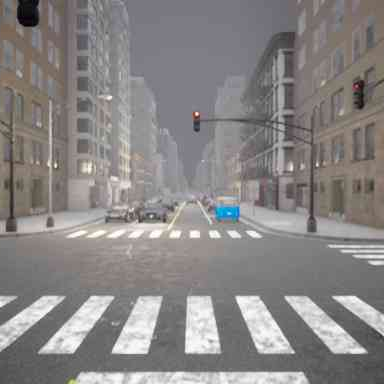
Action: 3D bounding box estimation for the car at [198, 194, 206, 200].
[{"bbox_3d":[2.572,1.347,87.821,1.947,1.339,4.313,0,0,0],"label":"car"}]

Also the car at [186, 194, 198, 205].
[{"bbox_3d":[-0.041,1.421,55.038,2.033,1.411,5.357,0,0,0],"label":"car"}]

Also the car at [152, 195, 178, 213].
[{"bbox_3d":[-2.868,1.399,36.674,1.882,1.535,5.008,0,0,0],"label":"car"}]

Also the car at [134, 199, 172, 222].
[{"bbox_3d":[-2.857,1.510,25.253,1.994,1.385,4.181,0,0,0],"label":"car"}]

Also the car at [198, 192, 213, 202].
[{"bbox_3d":[2.598,1.192,53.733,2.192,1.841,5.009,0,0,0],"label":"car"}]

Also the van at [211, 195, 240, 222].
[{"bbox_3d":[2.618,1.287,25.327,1.690,1.788,3.998,0,0,0],"label":"van"}]

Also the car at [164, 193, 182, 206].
[{"bbox_3d":[-2.868,1.391,49.015,1.837,1.490,4.892,0,1,0],"label":"car"}]

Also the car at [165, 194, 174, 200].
[{"bbox_3d":[-5.449,1.237,82.131,1.967,1.590,4.097,0,0,0],"label":"car"}]

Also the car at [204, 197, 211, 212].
[{"bbox_3d":[2.610,1.503,36.690,1.802,1.307,4.206,0,0,0],"label":"car"}]

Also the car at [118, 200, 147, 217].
[{"bbox_3d":[-5.411,1.478,30.994,1.887,1.381,4.507,0,0,0],"label":"car"}]

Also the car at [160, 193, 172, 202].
[{"bbox_3d":[-5.440,1.144,70.767,2.192,1.841,5.009,0,0,0],"label":"car"}]

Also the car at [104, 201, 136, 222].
[{"bbox_3d":[-5.407,1.496,25.313,2.008,1.369,4.403,0,0,0],"label":"car"}]

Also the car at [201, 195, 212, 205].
[{"bbox_3d":[2.602,1.475,48.053,1.802,1.307,4.206,0,0,0],"label":"car"}]

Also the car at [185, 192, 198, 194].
[{"bbox_3d":[-0.049,1.322,65.457,1.882,1.535,5.008,0,0,0],"label":"car"}]

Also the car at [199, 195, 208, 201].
[{"bbox_3d":[2.581,1.364,76.459,2.008,1.369,4.403,0,0,0],"label":"car"}]
